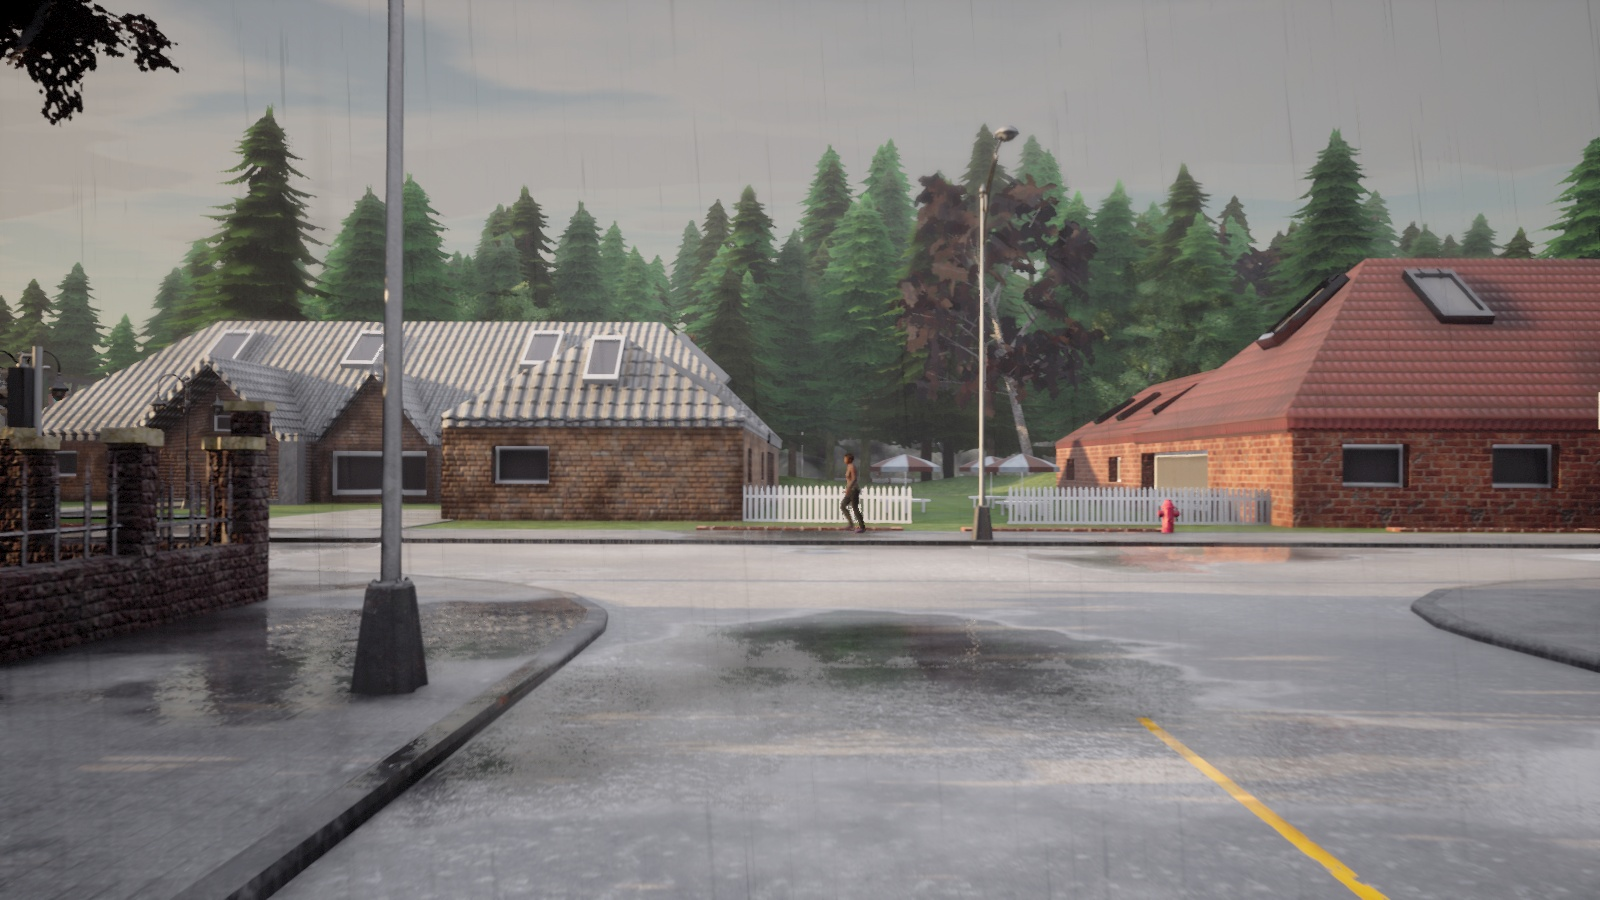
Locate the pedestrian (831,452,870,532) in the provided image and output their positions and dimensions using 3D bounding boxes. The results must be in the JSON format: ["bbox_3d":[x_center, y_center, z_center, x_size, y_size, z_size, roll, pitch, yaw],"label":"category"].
[{"bbox_3d":[1.136,0.943,28.445,0.869,1.805,0.328,0,-1,-1],"label":"pedestrian"}]
